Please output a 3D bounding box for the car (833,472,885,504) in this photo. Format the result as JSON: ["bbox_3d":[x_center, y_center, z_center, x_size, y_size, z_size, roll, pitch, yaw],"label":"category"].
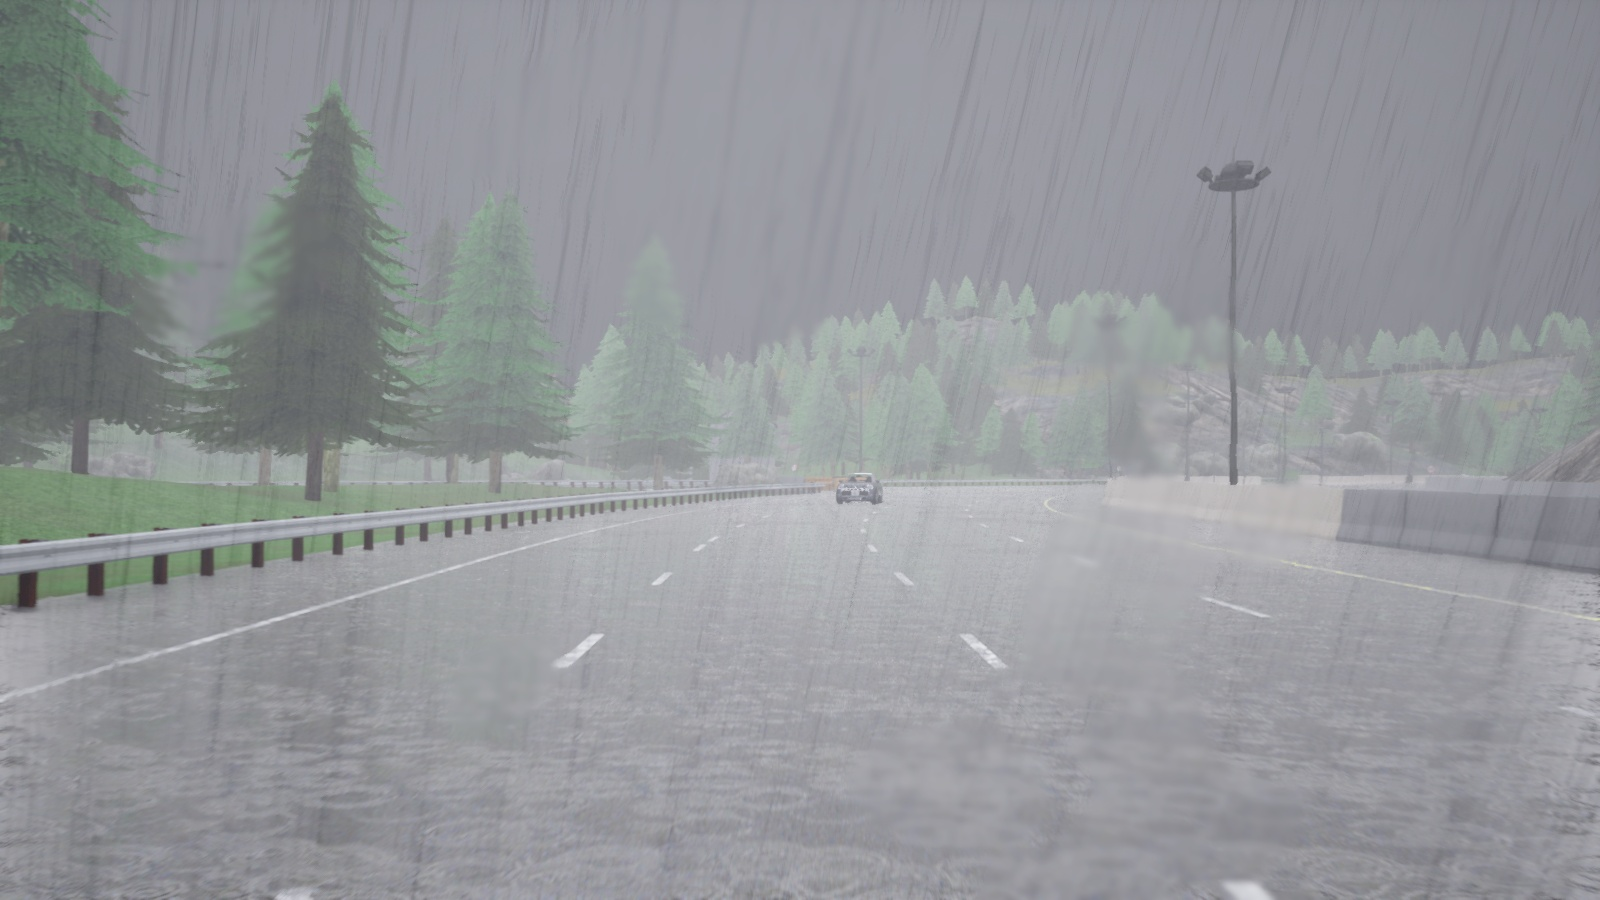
[{"bbox_3d":[2.847,1.769,59.744,1.970,1.475,3.806,0,-1,10],"label":"car"}]
